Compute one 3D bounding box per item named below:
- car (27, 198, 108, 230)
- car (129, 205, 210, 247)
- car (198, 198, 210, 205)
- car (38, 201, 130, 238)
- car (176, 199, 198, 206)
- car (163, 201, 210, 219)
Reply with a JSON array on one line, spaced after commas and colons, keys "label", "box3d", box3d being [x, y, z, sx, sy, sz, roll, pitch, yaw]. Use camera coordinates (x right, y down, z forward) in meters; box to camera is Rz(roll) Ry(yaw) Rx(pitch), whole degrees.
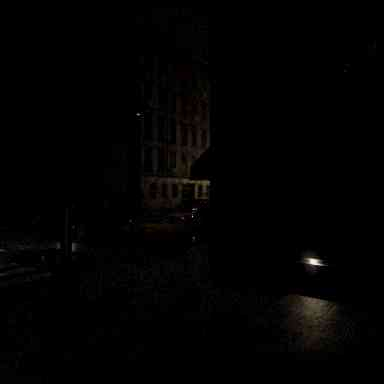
[{"label": "car", "box3d": [-6.994, 1.282, 19.714, 2.192, 1.841, 5.009, 0, 0, 36]}, {"label": "car", "box3d": [-0.371, 1.530, 15.180, 1.752, 1.417, 4.829, 0, 0, 36]}, {"label": "car", "box3d": [2.833, 1.314, 19.662, 2.192, 1.841, 5.009, 0, 0, 36]}, {"label": "car", "box3d": [-5.222, 1.457, 17.823, 1.882, 1.535, 5.008, 0, 0, 34]}, {"label": "car", "box3d": [0.613, 1.322, 25.992, 2.097, 1.767, 4.553, 0, 0, 35]}, {"label": "car", "box3d": [-0.394, 1.522, 28.956, 1.947, 1.339, 4.313, 0, 0, 36]}]
